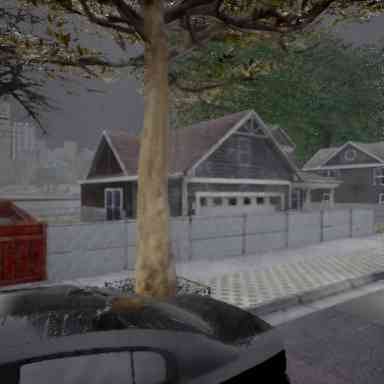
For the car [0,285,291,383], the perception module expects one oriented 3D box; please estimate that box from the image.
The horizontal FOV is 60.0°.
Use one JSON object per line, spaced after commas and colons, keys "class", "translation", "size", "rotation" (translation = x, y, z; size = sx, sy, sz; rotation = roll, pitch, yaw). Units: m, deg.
{"class": "car", "translation": [-1.537, 1.477, 1.968], "size": [5.008, 1.535, 1.882], "rotation": [0, 0, -35]}
